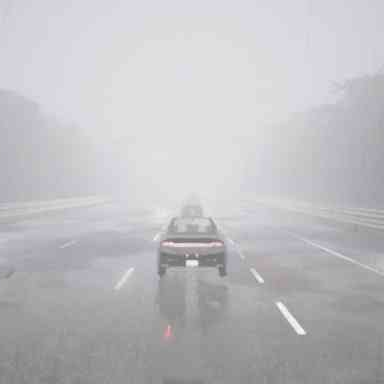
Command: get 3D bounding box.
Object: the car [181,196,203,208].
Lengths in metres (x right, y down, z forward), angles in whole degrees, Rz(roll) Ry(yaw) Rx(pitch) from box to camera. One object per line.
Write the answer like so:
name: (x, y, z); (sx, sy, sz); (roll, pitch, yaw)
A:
car: (0.030, 1.395, 29.466); (1.812, 1.442, 4.674); (0, 1, 0)

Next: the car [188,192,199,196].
car: (0.053, 1.095, 47.505); (1.812, 1.442, 4.674); (0, 1, 0)

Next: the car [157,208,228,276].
car: (0.009, 1.489, 10.370); (2.128, 1.511, 4.902); (0, 0, 0)

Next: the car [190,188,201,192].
car: (0.344, 0.380, 76.700); (2.128, 1.511, 4.902); (0, 1, 2)
